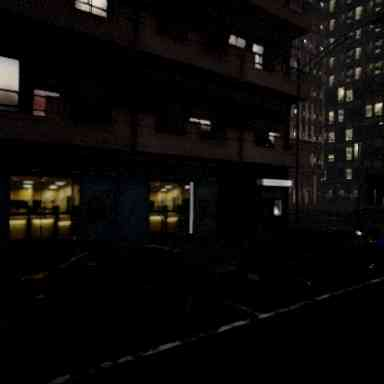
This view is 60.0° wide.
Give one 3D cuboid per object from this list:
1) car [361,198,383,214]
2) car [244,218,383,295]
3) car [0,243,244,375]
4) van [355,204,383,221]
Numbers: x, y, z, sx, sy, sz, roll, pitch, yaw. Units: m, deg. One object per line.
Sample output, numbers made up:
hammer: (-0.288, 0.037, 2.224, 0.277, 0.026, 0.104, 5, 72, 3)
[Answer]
car: (19.828, 1.463, 33.952, 1.967, 1.590, 4.097, 1, -1, -35)
car: (3.169, 1.559, 8.760, 4.313, 1.339, 1.947, 0, 1, -35)
car: (-1.342, 1.581, 5.545, 4.206, 1.307, 1.802, 0, 1, -35)
van: (7.586, 1.329, 12.110, 3.998, 1.788, 1.690, 0, 1, -35)
